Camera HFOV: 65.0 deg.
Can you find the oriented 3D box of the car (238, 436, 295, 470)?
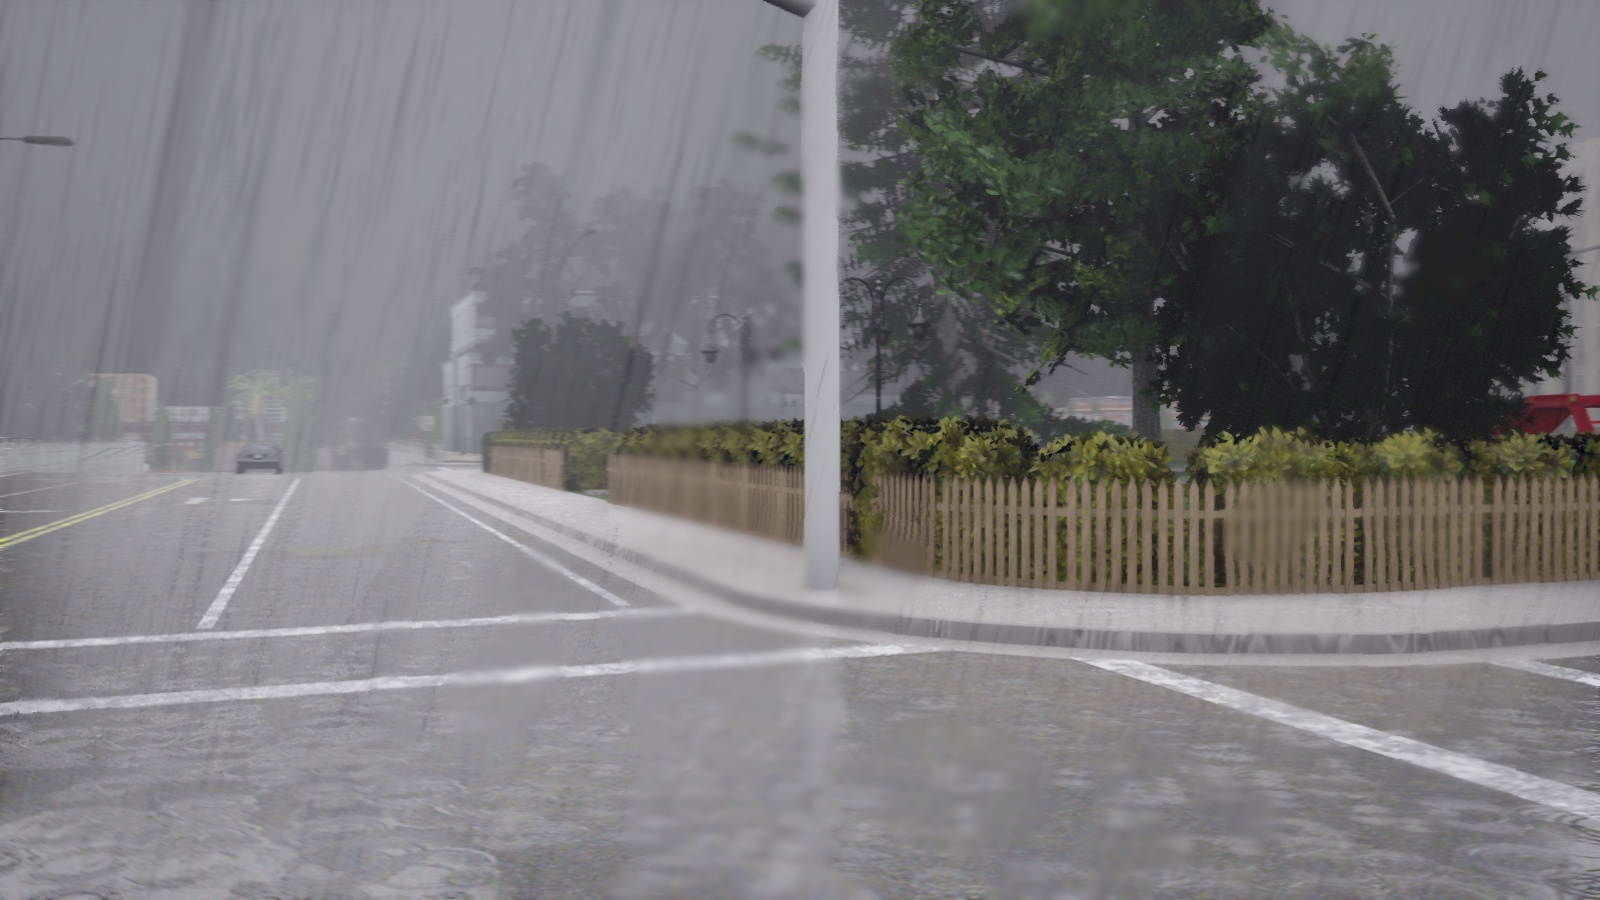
[{"bbox_3d":[-23.484,0.159,55.427,2.033,1.411,5.357,1,-1,-20],"label":"car"}]
